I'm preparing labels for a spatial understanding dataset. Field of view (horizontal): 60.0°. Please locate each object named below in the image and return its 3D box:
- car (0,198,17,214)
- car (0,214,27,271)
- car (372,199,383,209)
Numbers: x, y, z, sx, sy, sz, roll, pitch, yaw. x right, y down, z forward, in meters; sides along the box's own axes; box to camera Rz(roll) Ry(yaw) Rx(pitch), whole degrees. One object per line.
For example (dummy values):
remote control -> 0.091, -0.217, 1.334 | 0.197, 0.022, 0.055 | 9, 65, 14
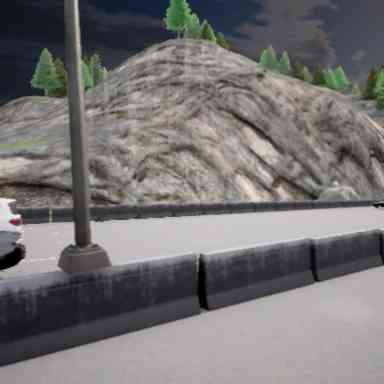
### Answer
car -> -8.561, 1.219, 10.785 | 5.566, 2.045, 2.150 | 0, 0, -35
car -> -6.639, 1.489, 7.856 | 4.902, 1.511, 2.128 | 0, 0, -35
car -> 25.768, 1.573, 43.820 | 4.718, 1.301, 1.895 | 0, 0, -35
